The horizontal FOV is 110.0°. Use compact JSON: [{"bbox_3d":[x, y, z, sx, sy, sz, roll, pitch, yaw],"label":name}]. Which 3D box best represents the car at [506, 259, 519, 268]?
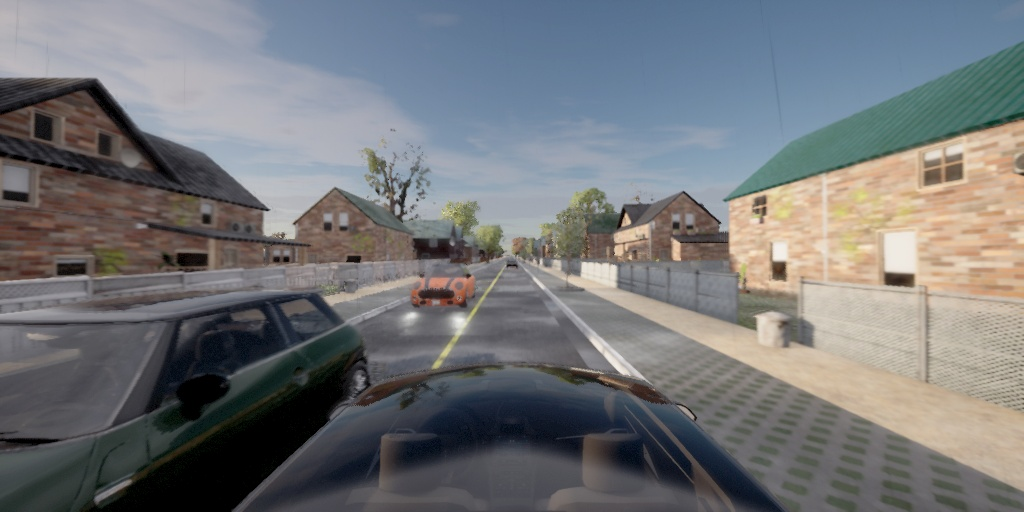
[{"bbox_3d":[0.007,1.244,58.427,1.837,1.490,4.892,0,0,0],"label":"car"}]

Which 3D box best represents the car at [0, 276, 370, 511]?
[{"bbox_3d":[-2.830,1.102,2.593,2.097,1.767,4.553,0,0,0],"label":"car"}]

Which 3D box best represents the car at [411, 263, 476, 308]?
[{"bbox_3d":[-2.749,1.104,15.253,2.097,1.767,4.553,0,0,0],"label":"car"}]
